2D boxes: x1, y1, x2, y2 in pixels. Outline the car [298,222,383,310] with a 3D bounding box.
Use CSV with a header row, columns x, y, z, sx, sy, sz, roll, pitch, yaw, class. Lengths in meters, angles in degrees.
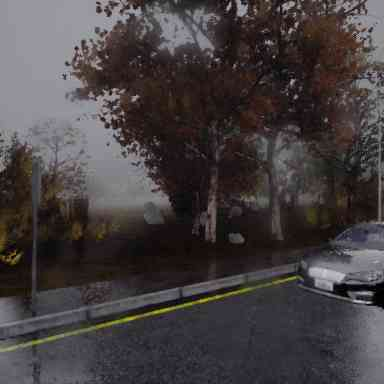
x,y,z,sx,sy,sz,roll,pitch,yaw,class
4.468,1.493,7.775,4.902,1.511,2.128,0,0,-37,car
